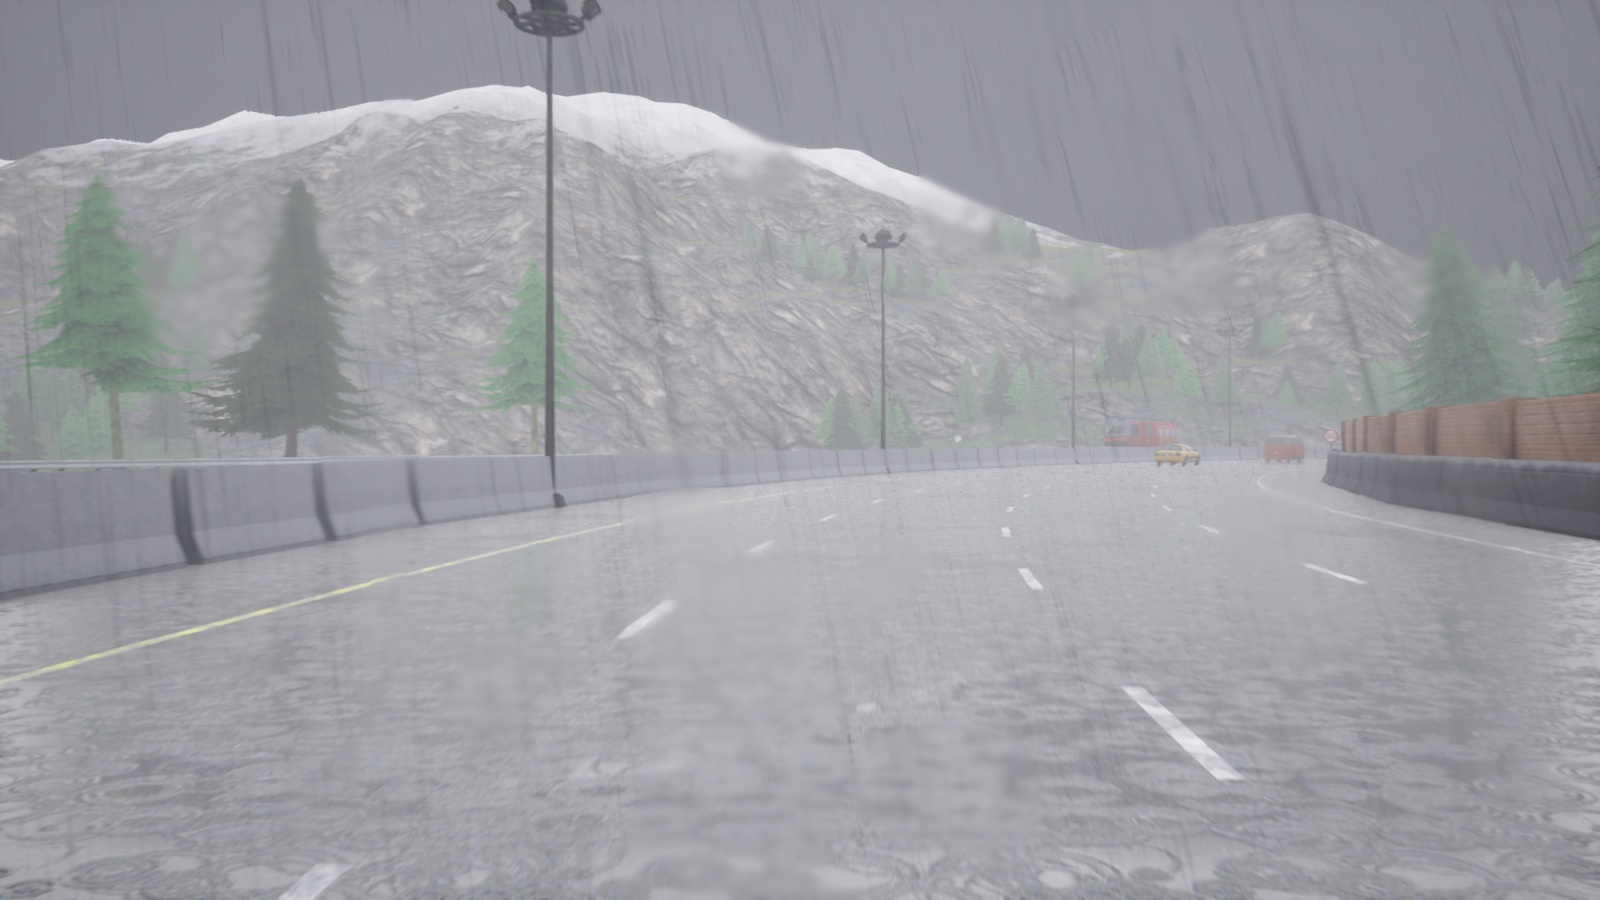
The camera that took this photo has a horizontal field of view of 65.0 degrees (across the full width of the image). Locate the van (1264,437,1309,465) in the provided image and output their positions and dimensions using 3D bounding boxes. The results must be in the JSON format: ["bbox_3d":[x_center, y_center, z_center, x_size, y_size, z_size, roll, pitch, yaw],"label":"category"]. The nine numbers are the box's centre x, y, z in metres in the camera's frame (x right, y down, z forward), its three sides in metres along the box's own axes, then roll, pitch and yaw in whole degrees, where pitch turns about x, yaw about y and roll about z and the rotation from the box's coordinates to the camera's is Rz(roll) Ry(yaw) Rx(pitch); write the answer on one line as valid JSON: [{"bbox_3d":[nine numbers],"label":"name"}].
[{"bbox_3d":[34.659,0.067,89.342,1.775,1.987,4.442,0,0,38],"label":"van"}]

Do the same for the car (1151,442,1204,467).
[{"bbox_3d":[24.354,0.282,80.899,1.801,1.575,5.366,0,0,33],"label":"car"}]
